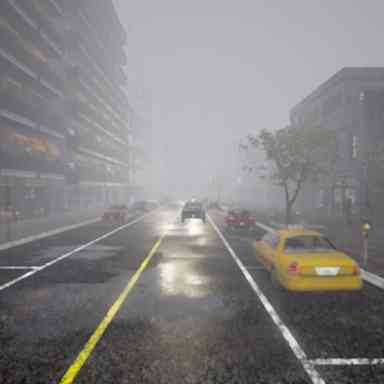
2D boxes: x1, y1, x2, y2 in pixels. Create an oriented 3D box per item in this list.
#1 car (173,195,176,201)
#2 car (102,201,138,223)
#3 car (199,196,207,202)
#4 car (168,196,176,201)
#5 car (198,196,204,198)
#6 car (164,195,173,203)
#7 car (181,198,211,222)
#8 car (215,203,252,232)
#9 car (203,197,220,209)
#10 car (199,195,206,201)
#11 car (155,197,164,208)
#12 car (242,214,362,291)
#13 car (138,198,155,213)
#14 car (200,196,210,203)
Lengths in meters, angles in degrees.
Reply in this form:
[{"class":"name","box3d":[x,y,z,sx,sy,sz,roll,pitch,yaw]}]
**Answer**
[{"class":"car","box3d":[-5.667,1.721,88.265,1.802,1.307,4.206,-1,0,0]},{"class":"car","box3d":[-5.689,1.583,25.813,1.887,1.381,4.507,-1,0,0]},{"class":"car","box3d":[2.712,1.675,82.555,1.887,1.381,4.507,-1,0,0]},{"class":"car","box3d":[-5.665,1.714,93.943,1.947,1.339,4.313,-1,0,0]},{"class":"car","box3d":[0.117,1.561,45.165,2.128,1.511,4.902,0,0,0]},{"class":"car","box3d":[-5.673,1.677,71.232,1.947,1.339,4.313,-1,0,0]},{"class":"car","box3d":[0.112,1.532,26.511,2.128,1.511,4.902,0,0,0]},{"class":"car","box3d":[2.689,1.575,20.104,1.887,1.381,4.507,-1,0,0]},{"class":"car","box3d":[2.698,1.647,42.814,1.802,1.307,4.206,-1,0,0]},{"class":"car","box3d":[2.714,1.665,88.403,1.752,1.417,4.829,-1,0,0]},{"class":"car","box3d":[-5.681,1.624,48.522,2.008,1.369,4.403,-1,0,0]},{"class":"car","box3d":[2.685,1.539,8.919,1.752,1.417,4.829,-1,0,0]},{"class":"car","box3d":[-5.685,1.621,37.168,1.947,1.339,4.313,-1,0,0]},{"class":"car","box3d":[2.708,1.662,71.201,2.008,1.369,4.403,-1,0,0]}]
